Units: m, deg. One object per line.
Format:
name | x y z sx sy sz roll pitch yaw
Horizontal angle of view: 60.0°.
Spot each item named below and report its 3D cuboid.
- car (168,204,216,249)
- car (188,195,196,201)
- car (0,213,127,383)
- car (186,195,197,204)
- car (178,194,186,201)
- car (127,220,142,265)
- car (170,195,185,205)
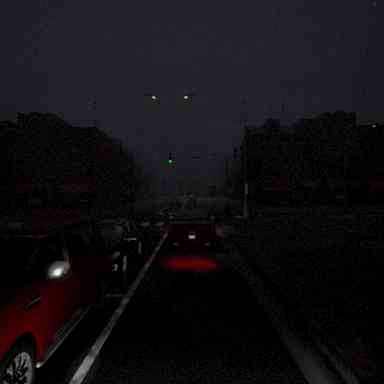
car | 0.000 1.495 14.654 1.882 1.535 5.008 0 0 0
car | 0.000 1.464 83.139 1.812 1.442 4.674 0 0 0
car | -2.613 1.317 4.807 2.192 1.841 5.009 1 0 0
car | 0.000 1.649 67.299 1.994 1.385 4.181 0 0 0
car | -2.620 1.607 59.363 1.887 1.381 4.507 1 0 0
car | -2.619 1.556 10.341 2.008 1.369 4.403 1 0 0
car | -2.620 1.619 53.831 1.947 1.339 4.313 1 0 0
